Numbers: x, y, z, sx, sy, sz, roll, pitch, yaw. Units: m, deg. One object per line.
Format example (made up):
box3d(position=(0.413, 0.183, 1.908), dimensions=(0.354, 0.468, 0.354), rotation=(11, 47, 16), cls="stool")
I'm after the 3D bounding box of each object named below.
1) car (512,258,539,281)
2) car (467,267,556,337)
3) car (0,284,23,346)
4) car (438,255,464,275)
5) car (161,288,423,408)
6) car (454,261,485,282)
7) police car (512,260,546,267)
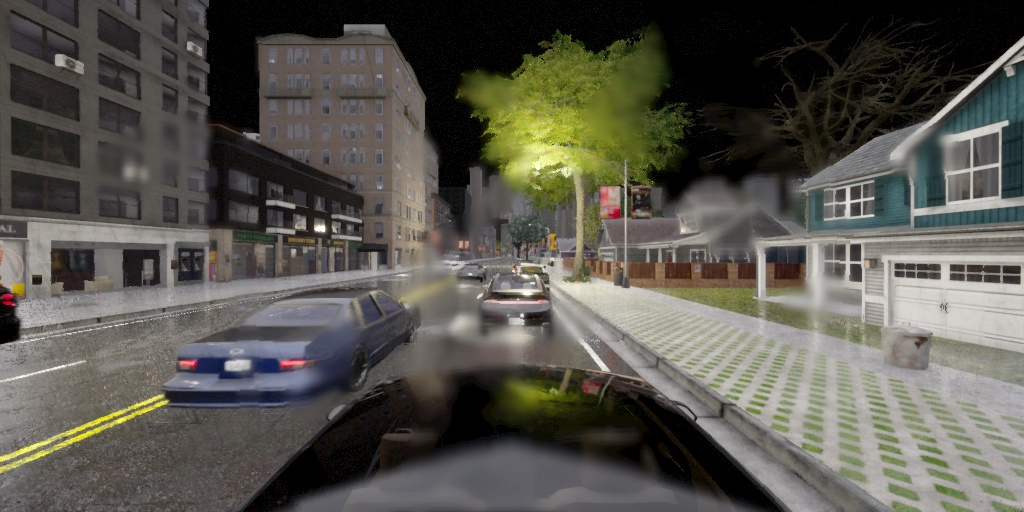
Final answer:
box3d(position=(1.074, 1.081, 30.406), dimensions=(2.097, 1.767, 4.553), rotation=(0, 0, 0), cls="car")
box3d(position=(0.128, 1.239, 10.296), dimensions=(2.128, 1.511, 4.902), rotation=(0, 0, 0), cls="car")
box3d(position=(-9.842, 0.971, 3.989), dimensions=(2.150, 2.045, 5.566), rotation=(0, 0, 0), cls="car")
box3d(position=(-6.472, 0.943, 38.667), dimensions=(2.150, 2.045, 5.566), rotation=(0, 0, 0), cls="car")
box3d(position=(-3.128, 1.296, 6.580), dimensions=(2.033, 1.411, 5.357), rotation=(0, 0, 0), cls="car")
box3d(position=(-3.056, 1.297, 28.412), dimensions=(1.994, 1.385, 4.181), rotation=(0, 0, 0), cls="car")
box3d(position=(1.040, 1.165, 20.545), dimensions=(1.930, 1.638, 5.238), rotation=(0, 0, 0), cls="police car")
